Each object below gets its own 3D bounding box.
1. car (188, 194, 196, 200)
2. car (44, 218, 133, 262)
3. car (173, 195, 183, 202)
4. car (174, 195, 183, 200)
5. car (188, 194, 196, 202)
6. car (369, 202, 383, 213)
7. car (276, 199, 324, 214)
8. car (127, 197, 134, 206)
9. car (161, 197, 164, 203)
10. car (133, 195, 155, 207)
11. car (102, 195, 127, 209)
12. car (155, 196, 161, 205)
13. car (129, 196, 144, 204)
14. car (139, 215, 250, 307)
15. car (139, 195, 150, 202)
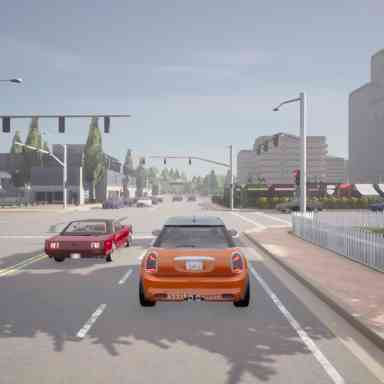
[{"bbox_3d":[-0.041,1.397,87.754,2.128,1.511,4.902,0,0,0],"label":"car"},{"bbox_3d":[-3.422,1.601,12.037,1.895,1.301,4.718,0,0,0],"label":"car"},{"bbox_3d":[-3.537,1.513,77.796,1.812,1.442,4.674,0,0,0],"label":"car"},{"bbox_3d":[-3.541,1.425,87.751,1.994,1.385,4.181,0,0,0],"label":"car"},{"bbox_3d":[-0.037,1.531,77.479,2.033,1.411,5.357,0,0,0],"label":"car"},{"bbox_3d":[21.364,1.477,35.058,5.008,1.535,1.882,0,0,-2],"label":"car"},{"bbox_3d":[11.255,1.491,34.804,4.902,1.511,2.128,0,0,-1],"label":"car"},{"bbox_3d":[-10.616,1.564,53.711,1.994,1.385,4.181,0,0,0],"label":"car"},{"bbox_3d":[-7.033,1.595,69.388,1.895,1.301,4.718,0,0,0],"label":"car"},{"bbox_3d":[-7.109,1.525,49.766,1.812,1.442,4.674,0,0,0],"label":"car"},{"bbox_3d":[-10.615,1.351,44.730,2.097,1.767,4.553,0,0,0],"label":"car"},{"bbox_3d":[-7.100,1.505,59.310,1.837,1.490,4.892,0,0,0],"label":"car"},{"bbox_3d":[-10.579,1.564,63.752,1.994,1.385,4.181,0,0,1],"label":"car"},{"bbox_3d":[0.060,1.352,8.143,2.097,1.767,4.553,0,0,0],"label":"car"},{"bbox_3d":[-10.535,1.500,73.986,1.837,1.490,4.892,0,0,0],"label":"car"}]
